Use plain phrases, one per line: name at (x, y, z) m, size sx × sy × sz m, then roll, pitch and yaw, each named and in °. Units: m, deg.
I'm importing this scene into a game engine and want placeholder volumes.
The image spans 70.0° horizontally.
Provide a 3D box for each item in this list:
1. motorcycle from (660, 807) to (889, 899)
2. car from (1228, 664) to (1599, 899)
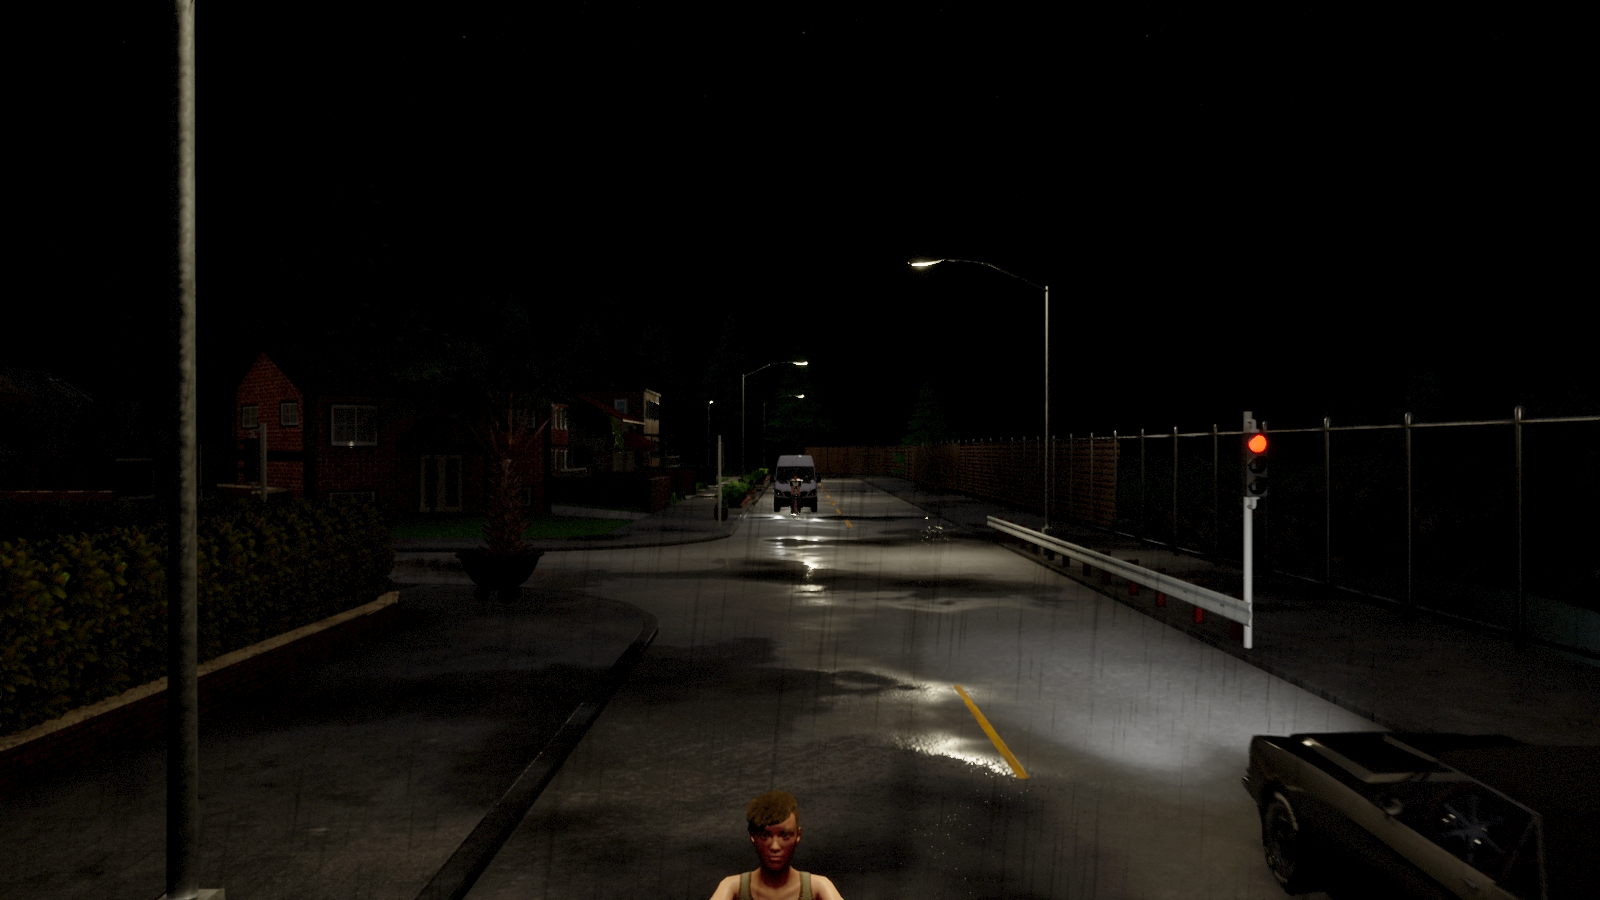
motorcycle at (-0.083, 2.154, 3.616) m, size 0.764 × 1.307 × 2.356 m, roll 0°, pitch 0°, yaw -1°
car at (3.960, 2.154, 5.675) m, size 1.895 × 1.301 × 4.718 m, roll 0°, pitch 0°, yaw 0°
